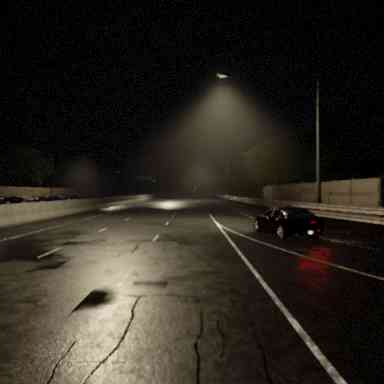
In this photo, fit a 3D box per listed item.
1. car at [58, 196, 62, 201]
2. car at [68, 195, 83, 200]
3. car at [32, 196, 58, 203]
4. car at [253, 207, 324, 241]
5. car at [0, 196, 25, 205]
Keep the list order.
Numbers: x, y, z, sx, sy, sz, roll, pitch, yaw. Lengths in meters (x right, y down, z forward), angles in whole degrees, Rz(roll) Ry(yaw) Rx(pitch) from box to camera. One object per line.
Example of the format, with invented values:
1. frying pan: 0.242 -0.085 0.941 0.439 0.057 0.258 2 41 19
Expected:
1. car: -28.089 1.458 67.658 1.812 1.442 4.674 0 0 0
2. car: -24.603 1.433 70.441 1.837 1.490 4.892 0 0 0
3. car: -24.577 1.550 55.114 1.895 1.301 4.718 0 0 0
4. car: 4.666 1.509 16.750 1.837 1.490 4.892 -1 0 -11
5. car: -28.078 1.455 52.050 1.837 1.490 4.892 0 0 0
